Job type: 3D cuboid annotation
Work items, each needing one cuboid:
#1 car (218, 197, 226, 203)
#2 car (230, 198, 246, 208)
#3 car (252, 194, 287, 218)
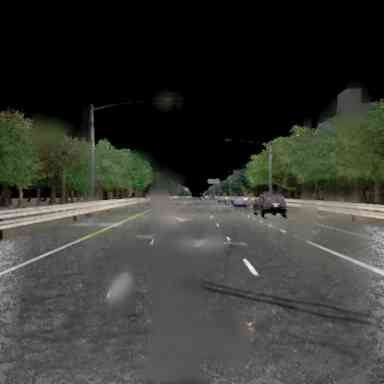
[{"bbox_3d":[7.224,1.907,80.636,2.033,1.411,5.357,0,-1,0],"label":"car"},{"bbox_3d":[7.065,1.644,50.986,1.994,1.385,4.181,0,0,0],"label":"car"},{"bbox_3d":[7.012,1.234,30.396,2.150,2.045,5.566,0,0,0],"label":"car"}]
